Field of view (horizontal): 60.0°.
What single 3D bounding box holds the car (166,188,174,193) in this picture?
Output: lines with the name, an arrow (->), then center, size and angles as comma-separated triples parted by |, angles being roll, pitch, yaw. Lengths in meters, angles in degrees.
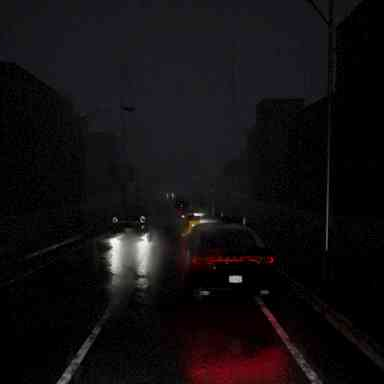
car -> -5.997, -0.301, 91.353 | 1.812, 1.442, 4.674 | 0, 1, -2

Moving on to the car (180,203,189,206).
car -> 0.200, 1.796, 24.786 | 1.812, 1.442, 4.674 | 0, 0, -2

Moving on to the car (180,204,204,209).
car -> 0.400, 1.669, 18.975 | 1.801, 1.575, 5.366 | 0, -1, -2

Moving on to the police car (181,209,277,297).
police car -> 0.744, 1.475, 8.875 | 1.930, 1.638, 5.238 | 0, -1, -2

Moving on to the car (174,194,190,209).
car -> -1.404, 1.529, 45.555 | 1.837, 1.490, 4.892 | 0, 2, -2

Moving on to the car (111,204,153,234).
car -> -3.671, 1.600, 20.939 | 2.097, 1.767, 4.553 | 0, -1, -2

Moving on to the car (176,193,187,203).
car -> -1.887, 1.053, 59.198 | 1.994, 1.385, 4.181 | 0, 3, -2
